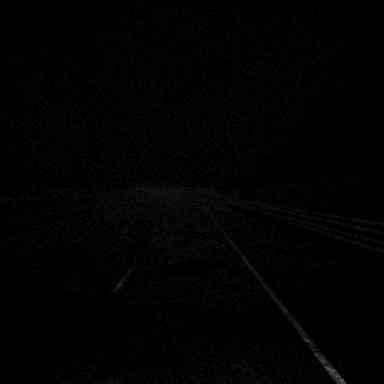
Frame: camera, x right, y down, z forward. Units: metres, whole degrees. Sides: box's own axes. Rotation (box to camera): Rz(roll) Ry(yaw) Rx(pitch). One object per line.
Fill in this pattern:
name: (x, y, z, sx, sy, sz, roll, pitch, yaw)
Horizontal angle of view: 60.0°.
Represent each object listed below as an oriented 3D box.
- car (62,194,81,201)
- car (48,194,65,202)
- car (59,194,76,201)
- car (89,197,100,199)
car: (-21.004, 1.501, 59.533, 1.994, 1.385, 4.181, 0, 0, 0)
car: (-24.503, 1.438, 60.818, 1.837, 1.490, 4.892, 0, 0, 0)
car: (-27.351, 1.156, 73.246, 2.033, 1.411, 5.357, 0, 0, -3)
car: (-17.505, 1.540, 59.568, 1.895, 1.301, 4.718, 0, 0, 0)
